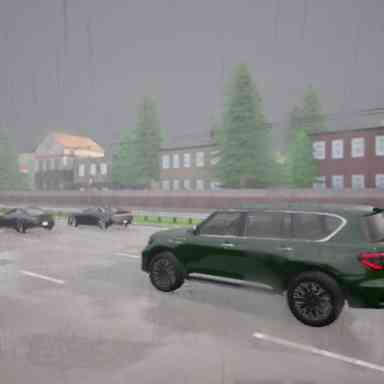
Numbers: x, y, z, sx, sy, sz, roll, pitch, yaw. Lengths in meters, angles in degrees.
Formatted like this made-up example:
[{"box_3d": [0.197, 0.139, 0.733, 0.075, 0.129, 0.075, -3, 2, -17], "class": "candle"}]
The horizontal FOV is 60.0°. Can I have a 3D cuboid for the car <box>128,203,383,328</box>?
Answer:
[{"box_3d": [1.388, 1.251, 7.311, 5.566, 2.045, 2.150, 0, 0, 36], "class": "car"}]

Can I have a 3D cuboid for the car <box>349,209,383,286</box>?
[{"box_3d": [6.460, 1.385, 7.962, 4.553, 1.767, 2.097, 0, 0, 36], "class": "car"}]

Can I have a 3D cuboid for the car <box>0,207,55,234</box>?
[{"box_3d": [-10.057, 1.598, 19.892, 4.674, 1.442, 1.812, 0, 0, 36], "class": "car"}]

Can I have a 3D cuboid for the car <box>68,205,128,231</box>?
[{"box_3d": [-5.951, 1.570, 21.258, 4.902, 1.511, 2.128, 0, 0, 36], "class": "car"}]
